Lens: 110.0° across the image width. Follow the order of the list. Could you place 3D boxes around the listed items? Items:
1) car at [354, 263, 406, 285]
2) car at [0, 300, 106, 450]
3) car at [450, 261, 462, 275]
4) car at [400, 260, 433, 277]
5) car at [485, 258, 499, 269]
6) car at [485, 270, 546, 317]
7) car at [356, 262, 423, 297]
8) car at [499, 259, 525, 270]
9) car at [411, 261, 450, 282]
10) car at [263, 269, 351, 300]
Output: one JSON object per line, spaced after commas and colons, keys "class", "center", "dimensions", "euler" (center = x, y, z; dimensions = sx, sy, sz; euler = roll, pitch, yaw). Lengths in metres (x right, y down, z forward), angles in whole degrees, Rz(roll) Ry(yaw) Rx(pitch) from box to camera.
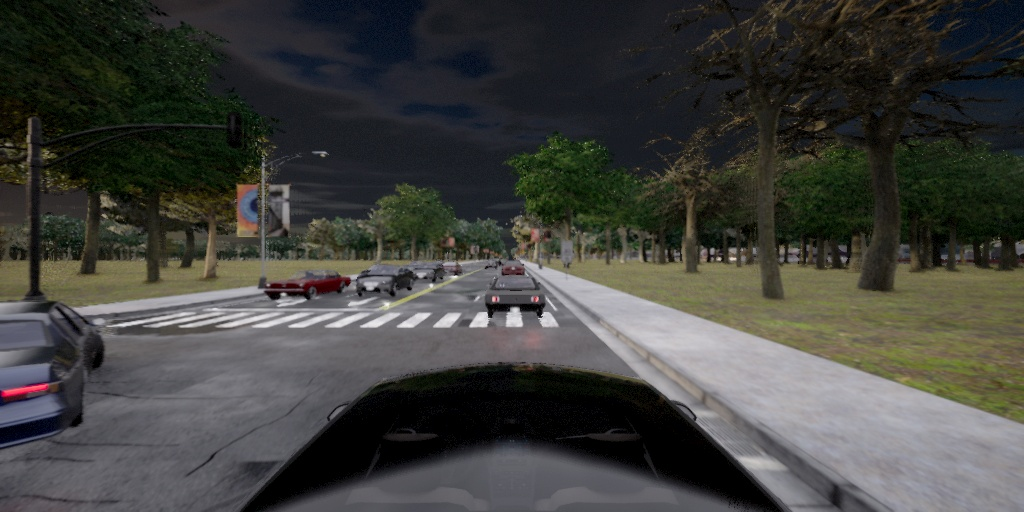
{"class": "car", "center": [-9.842, 1.297, 27.323], "dimensions": [2.033, 1.411, 5.357], "euler": [0, 0, 0]}
{"class": "car", "center": [-6.704, 1.296, 4.537], "dimensions": [5.357, 1.411, 2.033], "euler": [0, 0, 42]}
{"class": "car", "center": [-6.555, 1.282, 38.717], "dimensions": [1.812, 1.442, 4.674], "euler": [0, 0, 0]}
{"class": "car", "center": [-9.810, 1.246, 37.315], "dimensions": [2.128, 1.511, 4.902], "euler": [0, 0, 1]}
{"class": "car", "center": [-3.173, 1.318, 56.417], "dimensions": [2.033, 1.411, 5.357], "euler": [0, 0, 0]}
{"class": "car", "center": [0.101, 1.349, 13.158], "dimensions": [1.895, 1.301, 4.718], "euler": [0, 0, 0]}
{"class": "car", "center": [-6.594, 1.240, 19.145], "dimensions": [2.128, 1.511, 4.902], "euler": [0, 0, 0]}
{"class": "car", "center": [0.105, 1.105, 33.926], "dimensions": [2.097, 1.767, 4.553], "euler": [0, 0, 0]}
{"class": "car", "center": [-6.589, 1.242, 28.481], "dimensions": [2.128, 1.511, 4.902], "euler": [0, 0, 0]}
{"class": "car", "center": [-9.846, 1.349, 17.671], "dimensions": [1.895, 1.301, 4.718], "euler": [0, 0, 0]}
